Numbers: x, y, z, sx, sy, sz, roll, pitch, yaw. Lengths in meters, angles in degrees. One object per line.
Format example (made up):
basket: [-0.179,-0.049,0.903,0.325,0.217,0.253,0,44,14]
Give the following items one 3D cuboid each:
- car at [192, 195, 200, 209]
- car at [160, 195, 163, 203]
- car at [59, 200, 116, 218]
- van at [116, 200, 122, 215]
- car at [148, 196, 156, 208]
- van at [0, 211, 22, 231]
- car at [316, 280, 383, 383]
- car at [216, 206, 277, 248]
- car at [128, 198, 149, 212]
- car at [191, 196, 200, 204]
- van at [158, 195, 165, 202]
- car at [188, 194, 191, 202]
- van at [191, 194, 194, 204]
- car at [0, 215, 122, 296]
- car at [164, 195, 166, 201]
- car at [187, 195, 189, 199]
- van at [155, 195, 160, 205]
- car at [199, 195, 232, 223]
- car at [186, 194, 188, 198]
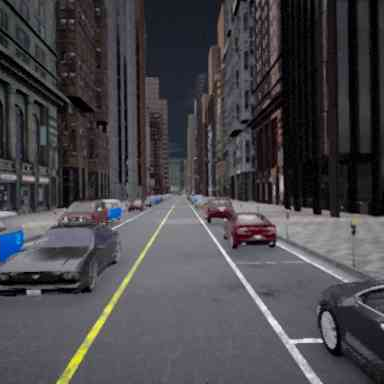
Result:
car: [1.330,1.622,48.522,1.752,1.417,4.829,-1,0,-2]
car: [-7.876,1.875,70.613,1.947,1.339,4.313,-1,0,-2]
car: [-6.321,1.458,19.907,2.192,1.841,5.009,-1,0,-2]
van: [-6.493,1.501,25.541,1.690,1.788,3.998,-1,0,-2]
car: [-7.357,1.816,53.710,1.947,1.339,4.313,-1,0,-2]
van: [-5.973,1.454,8.640,1.690,1.788,3.998,-1,0,-2]
car: [2.723,1.515,3.284,2.008,1.369,4.403,-1,0,-2]
car: [2.376,1.538,14.551,1.887,1.381,4.507,-1,0,-2]
car: [-7.010,1.757,42.443,1.887,1.381,4.507,-1,0,-2]
car: [0.637,1.701,71.056,1.752,1.417,4.829,-1,0,-2]
van: [-8.574,1.730,93.149,1.690,1.788,3.998,-1,0,-2]
car: [0.814,1.595,65.253,1.967,1.590,4.097,-1,0,-2]
van: [1.159,1.457,53.986,1.690,1.788,3.998,-1,0,-2]
car: [-3.223,1.618,9.262,2.033,1.411,5.357,-1,0,-2]
car: [-8.228,1.664,81.881,2.192,1.841,5.009,-1,0,-2]
car: [0.469,1.745,76.520,2.008,1.369,4.403,-1,0,-2]
van: [-7.707,1.631,64.979,1.690,1.788,3.998,-1,0,-2]
car: [2.025,1.340,25.818,2.192,1.841,5.009,-1,0,-2]
car: [0.121,1.674,87.787,1.967,1.590,4.097,-1,0,-2]
